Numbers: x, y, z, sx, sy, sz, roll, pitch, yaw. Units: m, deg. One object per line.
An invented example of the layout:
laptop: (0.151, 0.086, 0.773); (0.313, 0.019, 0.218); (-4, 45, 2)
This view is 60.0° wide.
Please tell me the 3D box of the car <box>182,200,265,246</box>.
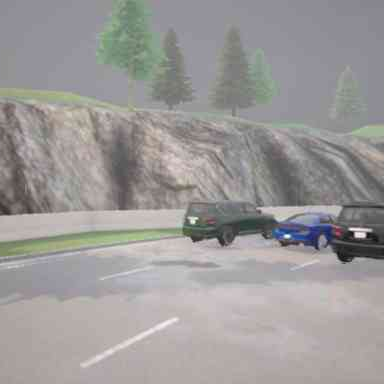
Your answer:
car: (2.000, 1.419, 16.551); (5.566, 2.045, 2.150); (0, -1, -43)

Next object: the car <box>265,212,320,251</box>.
car: (5.762, 1.649, 15.097); (5.008, 1.535, 1.882); (0, -1, -40)

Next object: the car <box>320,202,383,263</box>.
car: (6.896, 1.353, 11.524); (5.566, 2.045, 2.150); (0, -1, -42)
